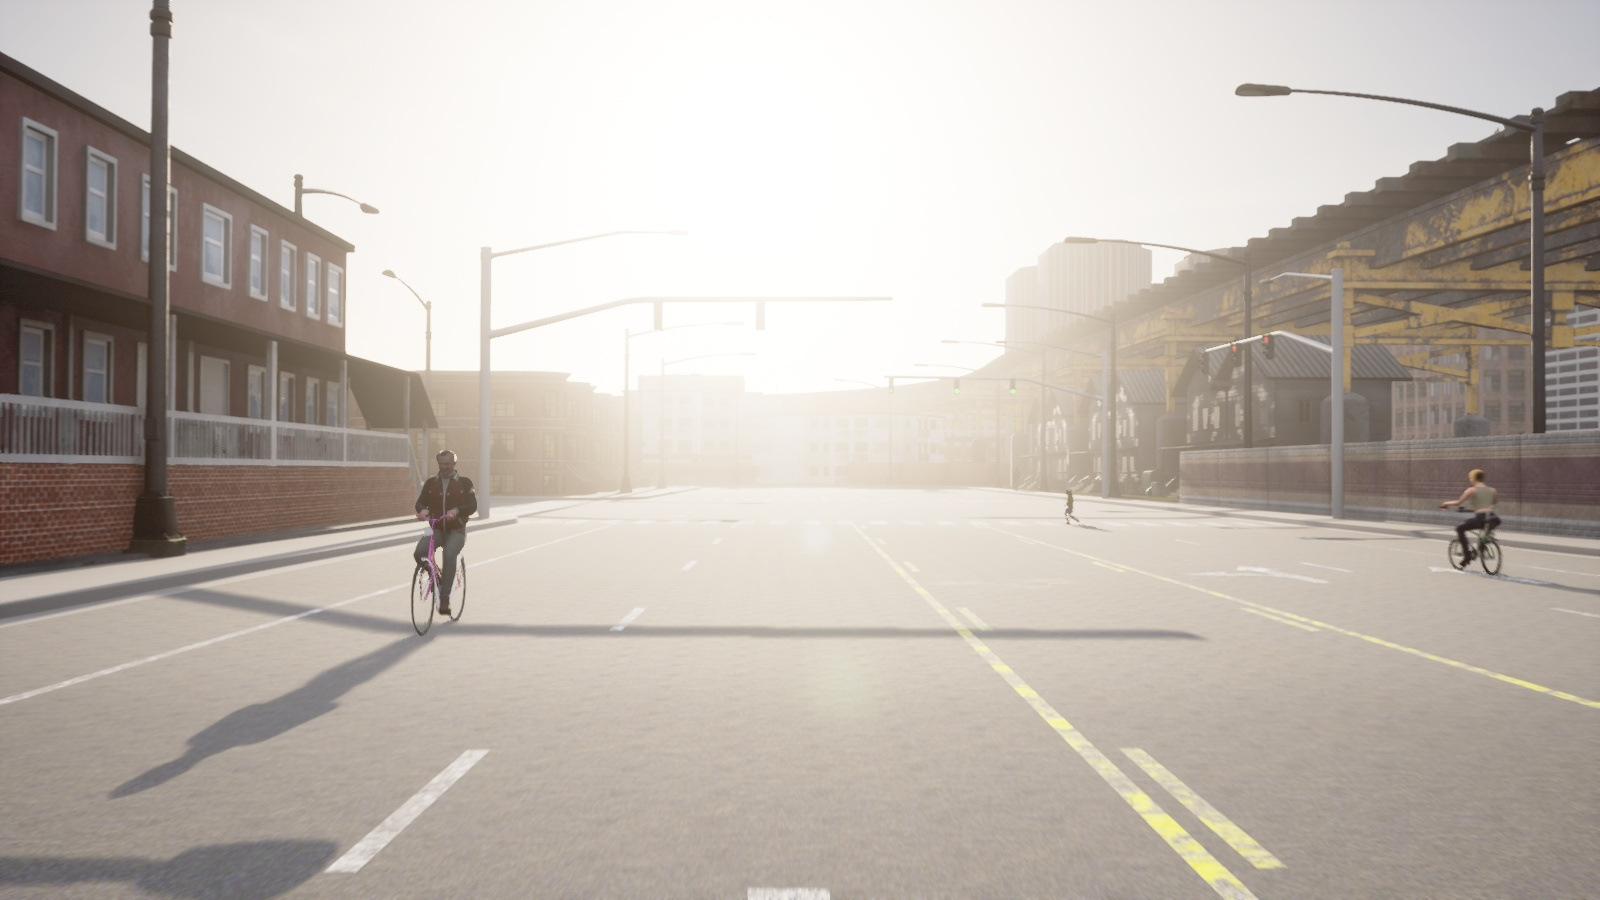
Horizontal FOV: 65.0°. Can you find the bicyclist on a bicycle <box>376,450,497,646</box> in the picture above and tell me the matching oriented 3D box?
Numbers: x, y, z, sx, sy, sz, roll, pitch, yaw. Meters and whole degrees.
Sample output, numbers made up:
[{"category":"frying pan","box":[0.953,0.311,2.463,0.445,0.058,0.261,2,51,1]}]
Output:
[{"category":"bicyclist on a bicycle","box":[-3.527,0.906,12.338,0.659,1.776,1.843,0,-1,0]}]

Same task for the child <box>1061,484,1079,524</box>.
[{"category":"child","box":[7.917,1.569,36.814,0.473,1.160,0.299,0,-1,8]}]

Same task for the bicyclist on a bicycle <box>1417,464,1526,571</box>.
[{"category":"bicyclist on a bicycle","box":[10.454,1.026,19.614,0.866,1.612,1.509,0,-1,0]}]
